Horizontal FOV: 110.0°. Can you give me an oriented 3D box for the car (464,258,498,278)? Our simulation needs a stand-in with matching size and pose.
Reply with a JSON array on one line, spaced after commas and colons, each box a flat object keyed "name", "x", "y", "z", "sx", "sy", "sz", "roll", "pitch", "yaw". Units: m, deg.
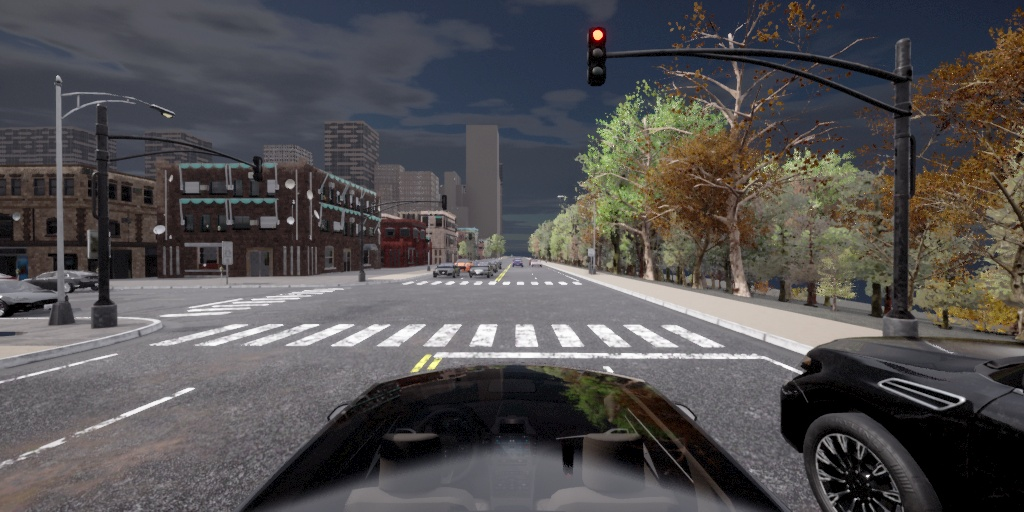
[{"name": "car", "x": -2.816, "y": 1.229, "z": 33.751, "sx": 2.128, "sy": 1.511, "sz": 4.902, "roll": 0, "pitch": 0, "yaw": 3}]

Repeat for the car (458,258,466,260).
[{"name": "car", "x": -5.909, "y": 1.085, "z": 43.733, "sx": 2.097, "sy": 1.767, "sz": 4.553, "roll": 0, "pitch": 0, "yaw": 1}]

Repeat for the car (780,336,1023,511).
[{"name": "car", "x": 3.322, "y": 0.972, "z": 0.647, "sx": 2.150, "sy": 2.045, "sz": 5.566, "roll": 0, "pitch": 0, "yaw": 1}]

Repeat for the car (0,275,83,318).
[{"name": "car", "x": -19.765, "y": 1.564, "z": 13.688, "sx": 4.313, "sy": 1.339, "sz": 1.948, "roll": 0, "pitch": 0, "yaw": 1}]

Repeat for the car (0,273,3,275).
[{"name": "car", "x": -33.491, "y": 1.653, "z": 22.436, "sx": 4.207, "sy": 1.307, "sz": 1.802, "roll": 0, "pitch": 0, "yaw": 1}]

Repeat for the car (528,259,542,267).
[{"name": "car", "x": 4.370, "y": 1.323, "z": 64.102, "sx": 1.895, "sy": 1.301, "sz": 4.718, "roll": 0, "pitch": 0, "yaw": 1}]

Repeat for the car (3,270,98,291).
[{"name": "car", "x": -27.956, "y": 1.558, "z": 22.337, "sx": 4.403, "sy": 1.370, "sz": 2.007, "roll": 0, "pitch": 0, "yaw": 1}]

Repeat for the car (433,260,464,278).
[{"name": "car", "x": -6.076, "y": 1.302, "z": 33.737, "sx": 1.994, "sy": 1.385, "sz": 4.181, "roll": 0, "pitch": 0, "yaw": 1}]

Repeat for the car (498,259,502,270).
[{"name": "car", "x": -2.668, "y": 1.224, "z": 43.242, "sx": 2.128, "sy": 1.511, "sz": 4.902, "roll": 0, "pitch": 0, "yaw": 1}]

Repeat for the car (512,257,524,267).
[{"name": "car", "x": 1.010, "y": 1.248, "z": 63.772, "sx": 1.812, "sy": 1.442, "sz": 4.674, "roll": 0, "pitch": 0, "yaw": 1}]

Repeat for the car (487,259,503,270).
[{"name": "car", "x": -2.497, "y": 1.219, "z": 53.484, "sx": 2.128, "sy": 1.511, "sz": 4.902, "roll": 0, "pitch": 0, "yaw": 1}]
